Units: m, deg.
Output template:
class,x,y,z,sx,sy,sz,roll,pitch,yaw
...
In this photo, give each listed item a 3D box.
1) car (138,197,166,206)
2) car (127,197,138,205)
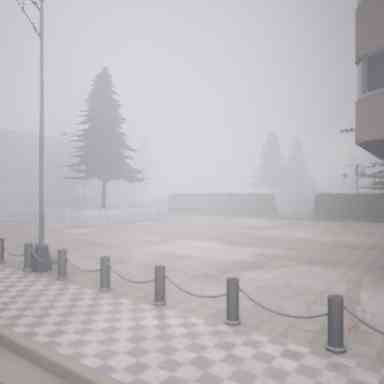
class,x,y,z,sx,sy,sz,roll,pitch,yaw
car,-6.247,1.526,55.789,1.812,1.442,4.674,0,0,36
car,-9.124,1.526,57.784,1.812,1.442,4.674,0,0,36
